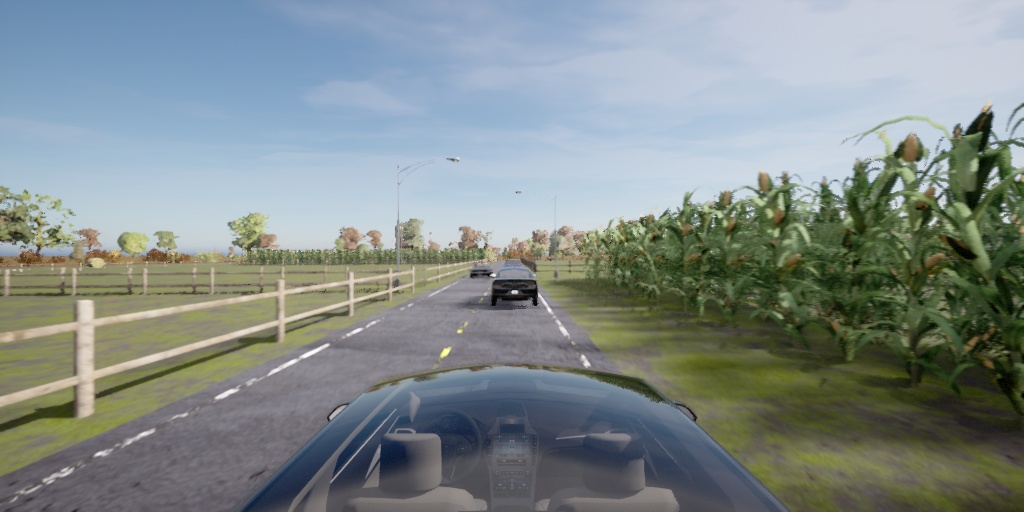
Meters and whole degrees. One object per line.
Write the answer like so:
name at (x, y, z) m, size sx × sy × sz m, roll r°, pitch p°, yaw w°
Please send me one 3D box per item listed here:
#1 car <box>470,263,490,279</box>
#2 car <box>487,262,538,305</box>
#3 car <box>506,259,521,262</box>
car at (-2.744, 1.326, 32.739) m, size 1.895 × 1.301 × 4.718 m, roll 0°, pitch 0°, yaw 0°
car at (0.106, 1.216, 16.004) m, size 1.882 × 1.535 × 5.008 m, roll 0°, pitch 0°, yaw 0°
car at (0.109, 1.076, 34.324) m, size 2.097 × 1.767 × 4.553 m, roll 0°, pitch 0°, yaw 0°
